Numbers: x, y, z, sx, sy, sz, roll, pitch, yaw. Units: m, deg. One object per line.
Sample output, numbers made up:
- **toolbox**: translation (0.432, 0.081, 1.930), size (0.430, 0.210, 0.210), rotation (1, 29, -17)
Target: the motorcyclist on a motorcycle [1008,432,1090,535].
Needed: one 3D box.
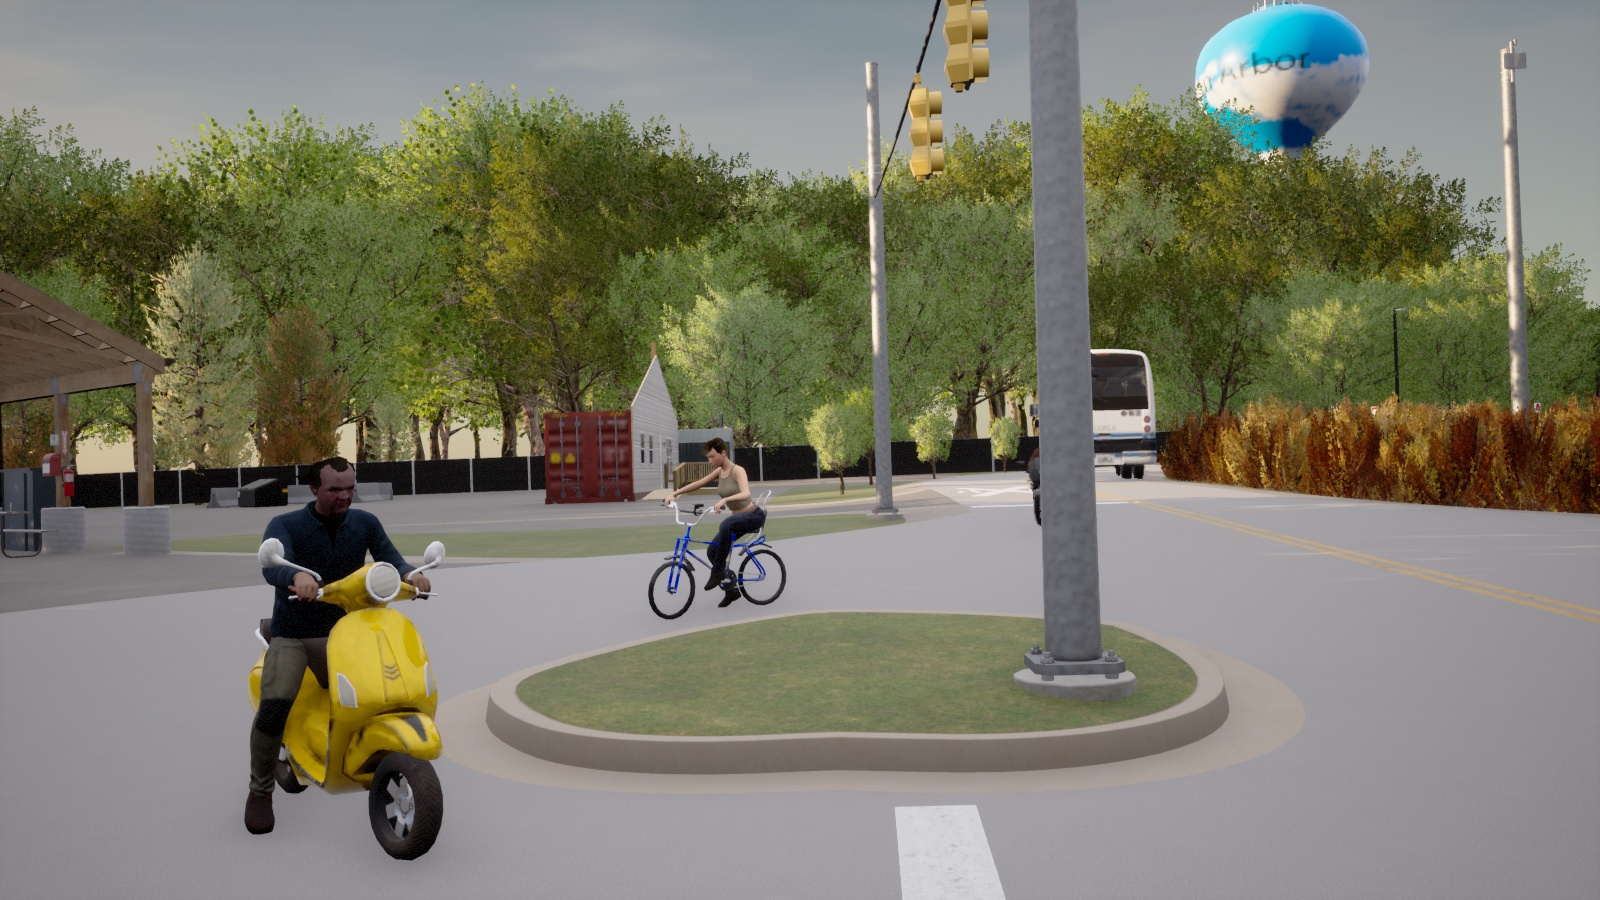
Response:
- **motorcyclist on a motorcycle**: translation (4.009, 0.503, 20.056), size (0.797, 1.523, 2.044), rotation (-3, 0, 23)

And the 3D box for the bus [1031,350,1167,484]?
- **bus**: translation (10.567, -1.044, 45.615), size (3.944, 4.253, 10.273), rotation (-1, 0, 9)

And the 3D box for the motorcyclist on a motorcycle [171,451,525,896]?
- **motorcyclist on a motorcycle**: translation (-2.031, 0.808, 5.478), size (0.866, 1.590, 1.817), rotation (0, 0, -40)

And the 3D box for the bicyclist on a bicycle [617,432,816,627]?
- **bicyclist on a bicycle**: translation (-0.764, 0.689, 11.614), size (1.509, 1.612, 0.866), rotation (-4, 1, -33)
